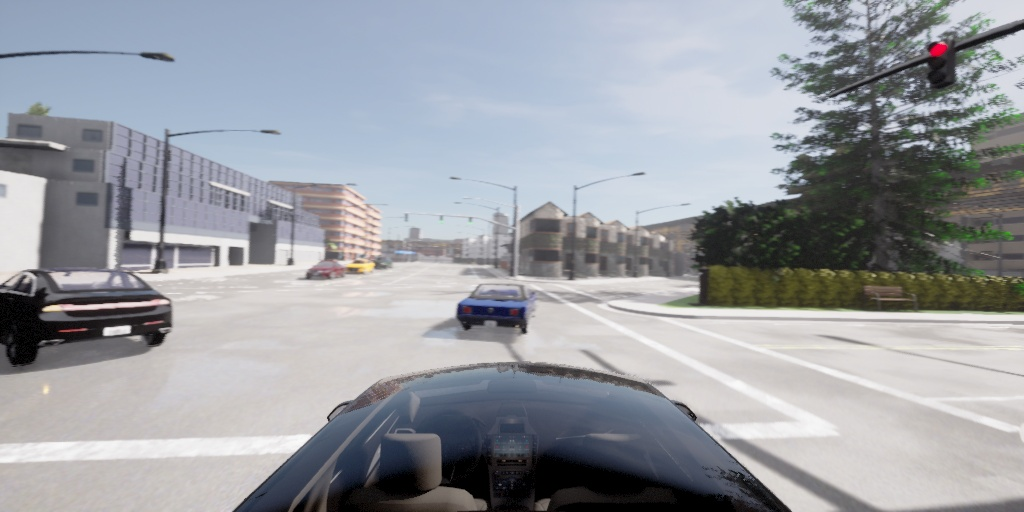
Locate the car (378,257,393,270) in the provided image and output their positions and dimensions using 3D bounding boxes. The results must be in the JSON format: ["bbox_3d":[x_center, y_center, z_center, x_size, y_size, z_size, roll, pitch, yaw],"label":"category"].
[{"bbox_3d":[-17.451,0.877,48.201,2.097,1.767,4.553,2,0,-7],"label":"car"}]

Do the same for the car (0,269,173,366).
[{"bbox_3d":[-8.792,0.988,7.165,4.902,1.511,2.128,2,-1,27],"label":"car"}]

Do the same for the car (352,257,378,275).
[{"bbox_3d":[-16.091,1.085,38.146,1.882,1.535,5.008,2,0,-8],"label":"car"}]

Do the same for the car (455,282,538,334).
[{"bbox_3d":[-0.236,1.470,11.285,1.895,1.301,4.718,2,-1,8],"label":"car"}]

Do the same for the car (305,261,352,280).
[{"bbox_3d":[-14.765,1.097,28.720,1.812,1.442,4.674,2,-1,-8],"label":"car"}]
